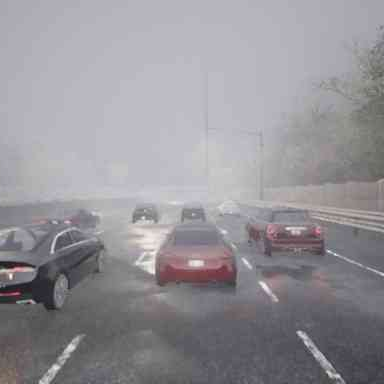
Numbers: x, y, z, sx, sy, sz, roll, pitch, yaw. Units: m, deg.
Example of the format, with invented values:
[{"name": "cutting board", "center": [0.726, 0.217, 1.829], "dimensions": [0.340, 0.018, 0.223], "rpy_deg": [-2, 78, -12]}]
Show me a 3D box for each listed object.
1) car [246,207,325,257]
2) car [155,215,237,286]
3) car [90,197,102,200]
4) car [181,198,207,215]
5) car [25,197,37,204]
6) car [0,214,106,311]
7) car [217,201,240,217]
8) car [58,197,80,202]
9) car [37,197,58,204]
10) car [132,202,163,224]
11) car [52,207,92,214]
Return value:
[{"name": "car", "center": [3.494, 1.387, 13.286], "dimensions": [2.097, 1.767, 4.553], "rpy_deg": [0, 0, 0]}, {"name": "car", "center": [0.097, 1.590, 9.523], "dimensions": [1.994, 1.385, 4.181], "rpy_deg": [0, 0, 0]}, {"name": "car", "center": [-17.547, 1.717, 61.159], "dimensions": [1.812, 1.442, 4.674], "rpy_deg": [0, 0, 0]}, {"name": "car", "center": [0.091, 1.555, 27.318], "dimensions": [1.882, 1.535, 5.008], "rpy_deg": [0, 0, 0]}, {"name": "car", "center": [-28.037, 1.684, 59.550], "dimensions": [1.837, 1.490, 4.892], "rpy_deg": [0, 0, 0]}, {"name": "car", "center": [-3.403, 1.513, 7.751], "dimensions": [2.128, 1.511, 4.902], "rpy_deg": [0, 0, 0]}, {"name": "car", "center": [3.484, 1.616, 32.002], "dimensions": [1.812, 1.442, 4.674], "rpy_deg": [0, 0, 0]}, {"name": "car", "center": [-21.059, 1.681, 58.211], "dimensions": [1.837, 1.490, 4.892], "rpy_deg": [0, 0, 1]}, {"name": "car", "center": [-24.551, 1.655, 58.050], "dimensions": [1.882, 1.535, 5.008], "rpy_deg": [0, 0, 1]}, {"name": "car", "center": [-3.411, 1.577, 25.723], "dimensions": [1.837, 1.490, 4.892], "rpy_deg": [0, 0, 0]}, {"name": "car", "center": [-6.909, 1.601, 19.261], "dimensions": [2.033, 1.411, 5.357], "rpy_deg": [0, 0, 0]}]
